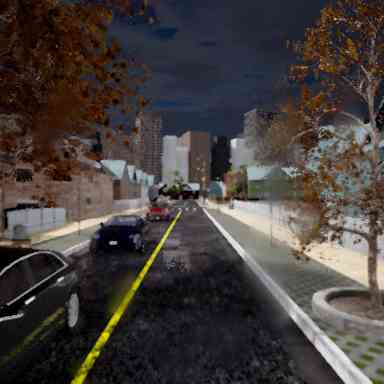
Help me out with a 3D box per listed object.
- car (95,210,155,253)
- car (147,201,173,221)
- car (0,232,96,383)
[{"bbox_3d":[-2.894,1.692,14.168,1.994,1.385,4.181,0,0,-1],"label":"car"},{"bbox_3d":[-2.864,1.616,29.926,2.097,1.767,4.553,0,0,0],"label":"car"},{"bbox_3d":[-2.858,1.548,4.144,1.837,1.490,4.892,0,-1,0],"label":"car"}]
